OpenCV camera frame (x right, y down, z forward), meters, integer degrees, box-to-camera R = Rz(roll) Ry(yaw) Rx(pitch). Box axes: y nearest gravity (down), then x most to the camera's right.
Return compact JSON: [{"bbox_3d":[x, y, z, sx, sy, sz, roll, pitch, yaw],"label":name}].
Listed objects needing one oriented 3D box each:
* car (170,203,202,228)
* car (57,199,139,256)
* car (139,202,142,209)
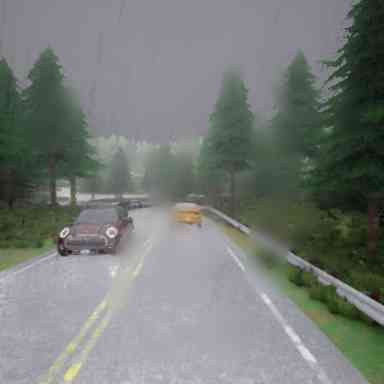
[{"bbox_3d":[-0.394,1.457,21.894,1.882,1.535,5.008,0,0,-2],"label":"car"},{"bbox_3d":[-3.534,1.349,13.024,2.097,1.767,4.553,0,0,-2],"label":"car"},{"bbox_3d":[-8.447,1.609,44.629,1.994,1.385,4.181,-4,2,-39],"label":"car"}]
